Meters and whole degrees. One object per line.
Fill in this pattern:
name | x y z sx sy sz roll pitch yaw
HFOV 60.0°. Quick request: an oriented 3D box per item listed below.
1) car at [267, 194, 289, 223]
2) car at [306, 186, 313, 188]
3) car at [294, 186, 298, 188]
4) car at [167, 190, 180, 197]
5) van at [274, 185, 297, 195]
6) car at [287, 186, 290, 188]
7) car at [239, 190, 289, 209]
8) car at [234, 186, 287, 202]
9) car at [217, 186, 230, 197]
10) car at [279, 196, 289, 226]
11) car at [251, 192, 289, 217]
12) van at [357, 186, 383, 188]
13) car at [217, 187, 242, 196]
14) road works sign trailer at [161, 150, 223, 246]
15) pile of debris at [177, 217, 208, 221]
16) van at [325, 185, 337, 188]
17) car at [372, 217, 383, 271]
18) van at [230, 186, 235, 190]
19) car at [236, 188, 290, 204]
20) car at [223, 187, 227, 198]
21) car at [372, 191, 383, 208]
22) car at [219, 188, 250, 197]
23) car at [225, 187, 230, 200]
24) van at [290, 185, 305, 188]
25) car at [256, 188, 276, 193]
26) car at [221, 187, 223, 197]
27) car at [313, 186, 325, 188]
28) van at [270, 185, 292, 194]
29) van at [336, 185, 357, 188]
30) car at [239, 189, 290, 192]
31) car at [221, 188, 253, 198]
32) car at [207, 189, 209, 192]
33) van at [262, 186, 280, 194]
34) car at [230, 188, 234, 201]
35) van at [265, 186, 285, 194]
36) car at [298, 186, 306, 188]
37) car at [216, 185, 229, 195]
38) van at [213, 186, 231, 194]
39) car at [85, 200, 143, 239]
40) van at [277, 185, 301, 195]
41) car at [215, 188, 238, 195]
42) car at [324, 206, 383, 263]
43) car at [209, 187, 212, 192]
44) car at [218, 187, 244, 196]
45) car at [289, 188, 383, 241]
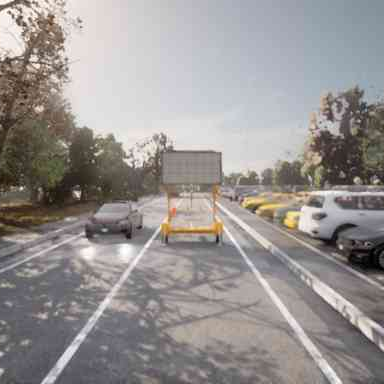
car | 6.902 1.076 17.978 4.892 1.521 2.231 0 2 0
car | 20.203 0.051 48.287 5.566 2.045 2.435 0 1 0
car | 20.306 0.159 56.727 4.674 1.452 2.002 0 1 0
car | -3.122 0.229 56.775 1.895 1.301 4.718 0 1 1
van | 20.559 -0.464 73.212 4.442 1.987 1.878 0 1 0
car | 20.346 0.042 62.140 4.674 1.452 2.002 0 1 0
car | 6.781 0.818 26.424 5.366 1.575 1.946 0 2 0
car | 7.067 0.482 34.616 4.553 1.767 2.185 0 1 0
car | 6.991 0.242 51.271 5.366 1.575 1.946 0 1 0
car | 7.057 1.156 15.201 5.366 1.575 1.946 0 2 0
car | 6.733 0.988 20.754 5.366 1.575 1.946 0 2 0
van | 20.006 0.379 34.426 4.442 1.987 1.878 0 1 0
car | 7.262 -0.181 65.144 4.553 1.767 2.185 0 1 0
road works sign trailer | -0.013 0.119 13.321 2.380 3.560 2.880 0 1 -1
pile of debris | 0.025 1.644 20.349 1.860 0.140 1.500 0 1 0
van | 20.068 0.196 42.750 4.442 1.987 1.878 0 1 0
car | 6.772 1.442 6.879 4.792 1.488 2.163 0 2 0
van | 7.199 0.259 40.162 4.442 1.987 1.878 0 1 0
car | 7.006 0.675 31.841 4.892 1.521 2.231 0 2 0
car | 7.100 0.395 45.719 4.792 1.488 2.163 0 1 0
car | 20.120 0.700 31.680 4.792 1.488 2.163 0 1 0
car | 7.217 0.126 56.820 4.892 1.521 2.231 0 1 0
car | 7.077 0.455 42.944 4.792 1.488 2.163 0 1 0
van | 20.443 -0.167 59.490 4.442 1.987 1.878 0 1 0
car | 20.601 -0.408 92.587 5.008 1.535 2.097 0 0 0
car | 7.124 0.335 48.495 4.792 1.488 2.163 0 1 0
car | 20.180 0.111 45.517 5.566 2.045 2.435 0 1 0
van | 20.350 -0.526 76.117 4.442 1.987 1.878 0 1 0
van | 20.278 0.256 39.978 4.442 1.987 1.878 0 1 0
car | 7.174 0.743 29.073 5.366 1.575 1.946 0 2 0
car | 7.206 0.186 54.045 4.892 1.521 2.231 0 1 0
car | 7.533 -0.404 92.885 5.008 1.535 2.097 0 0 0
van | 20.676 -0.603 87.045 4.442 1.987 1.878 0 0 0
car | 7.089 0.575 37.392 4.792 1.488 2.163 0 1 0
van | 20.395 -0.572 81.508 4.442 1.987 1.878 0 0 0
car | 20.273 0.182 53.832 5.008 1.535 2.097 0 1 0
car | 7.061 0.062 59.597 5.366 1.575 1.946 0 1 0
van | 7.317 -0.568 81.780 4.442 1.987 1.878 0 0 0
car | -3.339 1.137 15.031 1.812 1.442 4.674 0 1 0
van | 20.536 -0.406 70.568 4.442 1.987 1.878 0 1 0
car | 7.343 -0.136 70.698 4.674 1.452 2.002 0 1 0
car | 6.830 1.328 9.653 5.008 1.535 2.097 0 2 0
car | 7.416 -0.547 76.243 5.566 2.045 2.435 0 1 0
car | 7.239 -0.121 62.369 4.553 1.767 2.185 0 1 0
car | 6.877 0.993 12.420 5.566 2.045 2.435 0 2 0
